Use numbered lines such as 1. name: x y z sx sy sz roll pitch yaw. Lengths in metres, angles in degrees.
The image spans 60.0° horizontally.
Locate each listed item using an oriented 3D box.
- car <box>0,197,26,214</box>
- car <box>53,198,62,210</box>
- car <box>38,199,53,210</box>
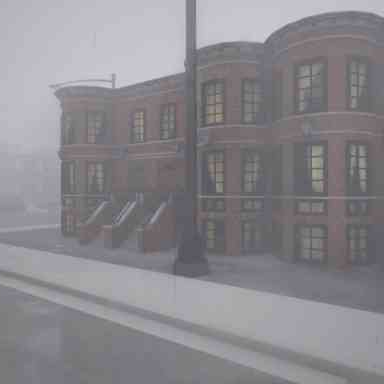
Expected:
1. car: -19.492 1.352 33.798 2.097 1.767 4.553 0 0 35
2. car: -14.209 1.601 41.203 1.895 1.301 4.718 0 0 36
3. car: -17.273 1.478 42.933 1.882 1.535 5.008 0 0 35
